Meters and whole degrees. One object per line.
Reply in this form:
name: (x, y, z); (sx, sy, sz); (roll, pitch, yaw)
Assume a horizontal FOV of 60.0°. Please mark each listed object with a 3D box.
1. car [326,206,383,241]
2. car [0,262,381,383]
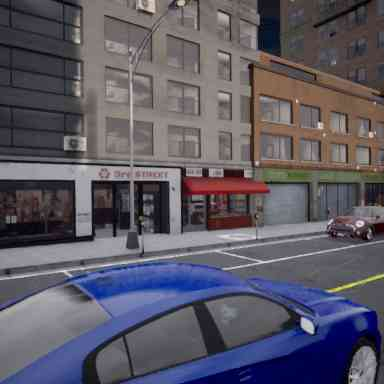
car: (8.456, 1.435, 16.440); (4.097, 1.590, 1.967); (0, -1, -35)
car: (-0.073, 1.477, 3.268); (5.008, 1.535, 1.882); (0, 0, -35)
